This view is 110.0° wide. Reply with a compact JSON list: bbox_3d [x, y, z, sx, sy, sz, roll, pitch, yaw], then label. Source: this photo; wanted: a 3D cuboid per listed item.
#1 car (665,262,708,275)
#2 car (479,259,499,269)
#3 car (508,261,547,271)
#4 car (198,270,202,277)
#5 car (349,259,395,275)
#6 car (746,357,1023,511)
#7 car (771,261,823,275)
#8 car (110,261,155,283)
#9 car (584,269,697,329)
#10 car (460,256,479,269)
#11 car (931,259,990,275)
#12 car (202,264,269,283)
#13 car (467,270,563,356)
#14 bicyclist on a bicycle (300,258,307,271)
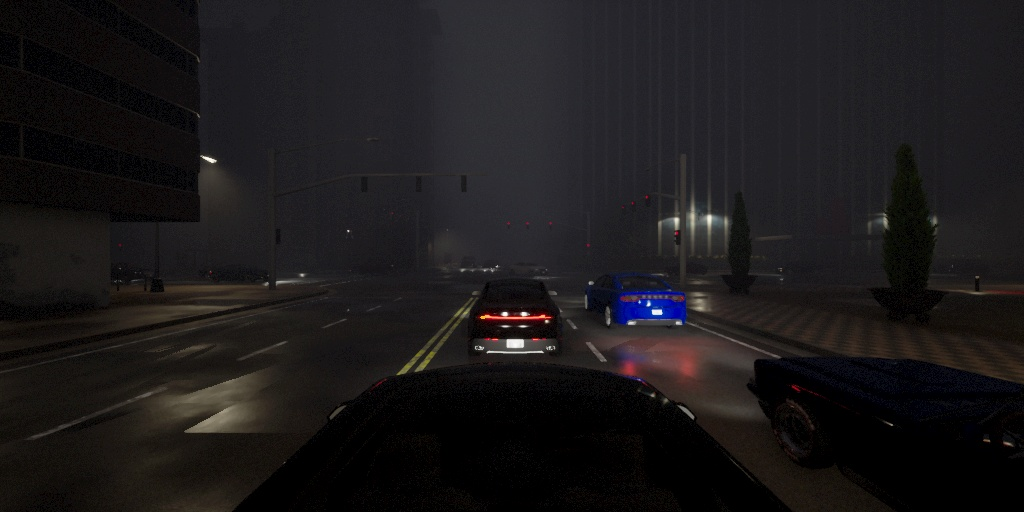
[{"bbox_3d":[18.702,1.314,38.627,4.181,1.385,1.994,0,0,-1],"label":"car"},{"bbox_3d":[-3.598,1.314,56.194,1.994,1.385,4.181,0,0,0],"label":"car"},{"bbox_3d":[1.508,1.276,35.951,1.812,1.442,4.674,-1,0,-40],"label":"car"},{"bbox_3d":[-24.039,1.351,30.993,4.718,1.301,1.895,0,0,-1],"label":"car"},{"bbox_3d":[-14.935,1.102,38.463,4.553,1.767,2.097,0,0,-13],"label":"car"},{"bbox_3d":[3.601,1.351,1.920,1.895,1.301,4.718,0,0,0],"label":"car"},{"bbox_3d":[30.724,1.254,38.749,4.892,1.490,1.837,0,0,-1],"label":"car"},{"bbox_3d":[-30.105,1.240,27.437,4.902,1.511,2.128,0,0,0],"label":"car"},{"bbox_3d":[3.574,1.228,11.265,1.882,1.535,5.008,0,0,0],"label":"car"},{"bbox_3d":[-7.096,0.972,58.912,2.150,2.045,5.566,0,0,0],"label":"car"},{"bbox_3d":[48.486,1.101,38.865,4.553,1.767,2.097,0,0,0],"label":"car"},{"bbox_3d":[-20.685,1.314,27.526,4.181,1.385,1.994,0,0,-1],"label":"car"},{"bbox_3d":[0.061,1.255,8.576,1.837,1.490,4.892,0,0,0],"label":"car"},{"bbox_3d":[-26.424,1.051,45.450,0.582,1.620,1.656,0,0,-1],"label":"bicyclist on a bicycle"}]
